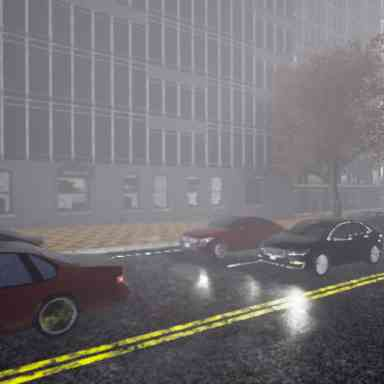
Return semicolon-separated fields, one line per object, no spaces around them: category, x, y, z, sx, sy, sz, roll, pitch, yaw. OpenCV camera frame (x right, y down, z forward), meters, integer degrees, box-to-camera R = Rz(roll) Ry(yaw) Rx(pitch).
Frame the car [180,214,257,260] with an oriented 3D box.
car;1.742;1.606;12.865;4.674;1.442;1.812;1;0;-35

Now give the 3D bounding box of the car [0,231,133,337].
car;-3.650;1.526;5.096;5.357;1.411;2.033;1;0;-35

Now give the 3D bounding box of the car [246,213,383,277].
car;4.237;1.604;10.646;4.892;1.490;1.837;1;0;-35

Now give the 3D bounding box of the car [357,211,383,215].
car;9.876;1.768;18.587;4.181;1.385;1.994;1;0;-36

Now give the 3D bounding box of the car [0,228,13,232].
car;-5.772;1.491;7.567;4.674;1.442;1.812;1;0;-37
